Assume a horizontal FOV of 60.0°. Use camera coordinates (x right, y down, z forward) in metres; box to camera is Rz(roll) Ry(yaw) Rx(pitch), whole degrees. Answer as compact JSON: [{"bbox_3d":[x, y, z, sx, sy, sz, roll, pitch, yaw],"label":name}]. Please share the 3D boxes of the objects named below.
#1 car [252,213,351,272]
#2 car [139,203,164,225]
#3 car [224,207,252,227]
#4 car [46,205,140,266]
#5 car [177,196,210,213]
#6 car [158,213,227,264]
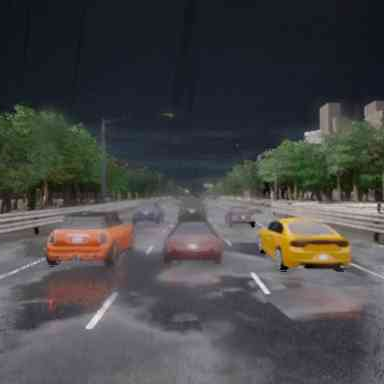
[{"bbox_3d":[3.534,1.607,11.348,1.882,1.535,5.008,0,-1,1],"label":"car"},{"bbox_3d":[-3.460,1.647,27.206,2.097,1.767,4.553,0,-1,0],"label":"car"},{"bbox_3d":[3.522,1.823,25.088,2.033,1.411,5.357,0,-1,0],"label":"car"},{"bbox_3d":[-3.457,1.491,12.211,2.097,1.767,4.553,0,-1,0],"label":"car"},{"bbox_3d":[0.030,1.509,26.161,2.150,2.045,5.566,0,0,0],"label":"car"},{"bbox_3d":[0.045,1.707,12.481,1.994,1.385,4.181,0,-1,1],"label":"car"}]
